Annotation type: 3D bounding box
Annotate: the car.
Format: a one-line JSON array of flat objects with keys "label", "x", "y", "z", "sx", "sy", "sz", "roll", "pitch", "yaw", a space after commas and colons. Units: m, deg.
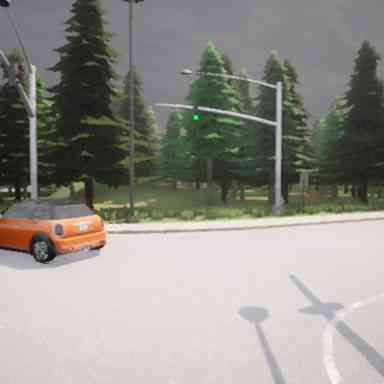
[{"label": "car", "x": -4.991, "y": 1.011, "z": 10.678, "sx": 4.553, "sy": 1.767, "sz": 2.097, "roll": 1, "pitch": 3, "yaw": 30}]
